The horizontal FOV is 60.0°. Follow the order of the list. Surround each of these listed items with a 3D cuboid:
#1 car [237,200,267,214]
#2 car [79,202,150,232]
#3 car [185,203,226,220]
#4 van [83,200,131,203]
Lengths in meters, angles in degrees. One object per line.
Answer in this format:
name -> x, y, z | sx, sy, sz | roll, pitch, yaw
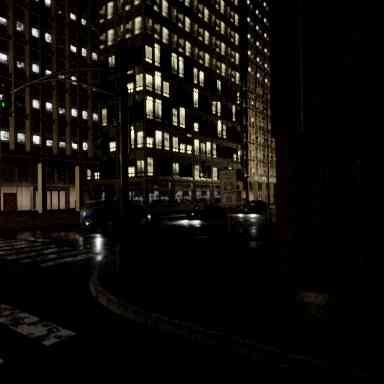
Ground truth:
car -> 7.115, 1.632, 37.259 | 1.812, 1.442, 4.674 | -1, -1, 36
car -> -4.646, 1.571, 20.970 | 1.837, 1.490, 4.892 | -1, -1, 33
car -> 1.216, 1.649, 29.072 | 1.994, 1.385, 4.181 | -1, -1, 36
van -> -5.988, 1.460, 23.505 | 1.690, 1.788, 3.998 | -2, -1, 36
